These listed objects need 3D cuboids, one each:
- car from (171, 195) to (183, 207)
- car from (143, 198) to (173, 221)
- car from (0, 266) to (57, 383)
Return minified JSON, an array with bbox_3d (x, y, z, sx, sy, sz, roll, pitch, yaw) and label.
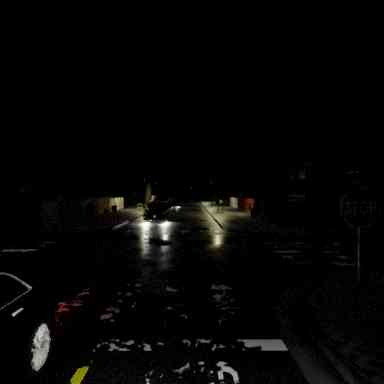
[{"bbox_3d":[-2.834,1.557,52.118,2.033,1.411,5.357,0,0,0],"label":"car"},{"bbox_3d":[-2.794,1.561,27.201,1.837,1.490,4.892,0,0,0],"label":"car"},{"bbox_3d":[-2.751,1.524,2.683,1.837,1.490,4.892,0,0,0],"label":"car"}]
